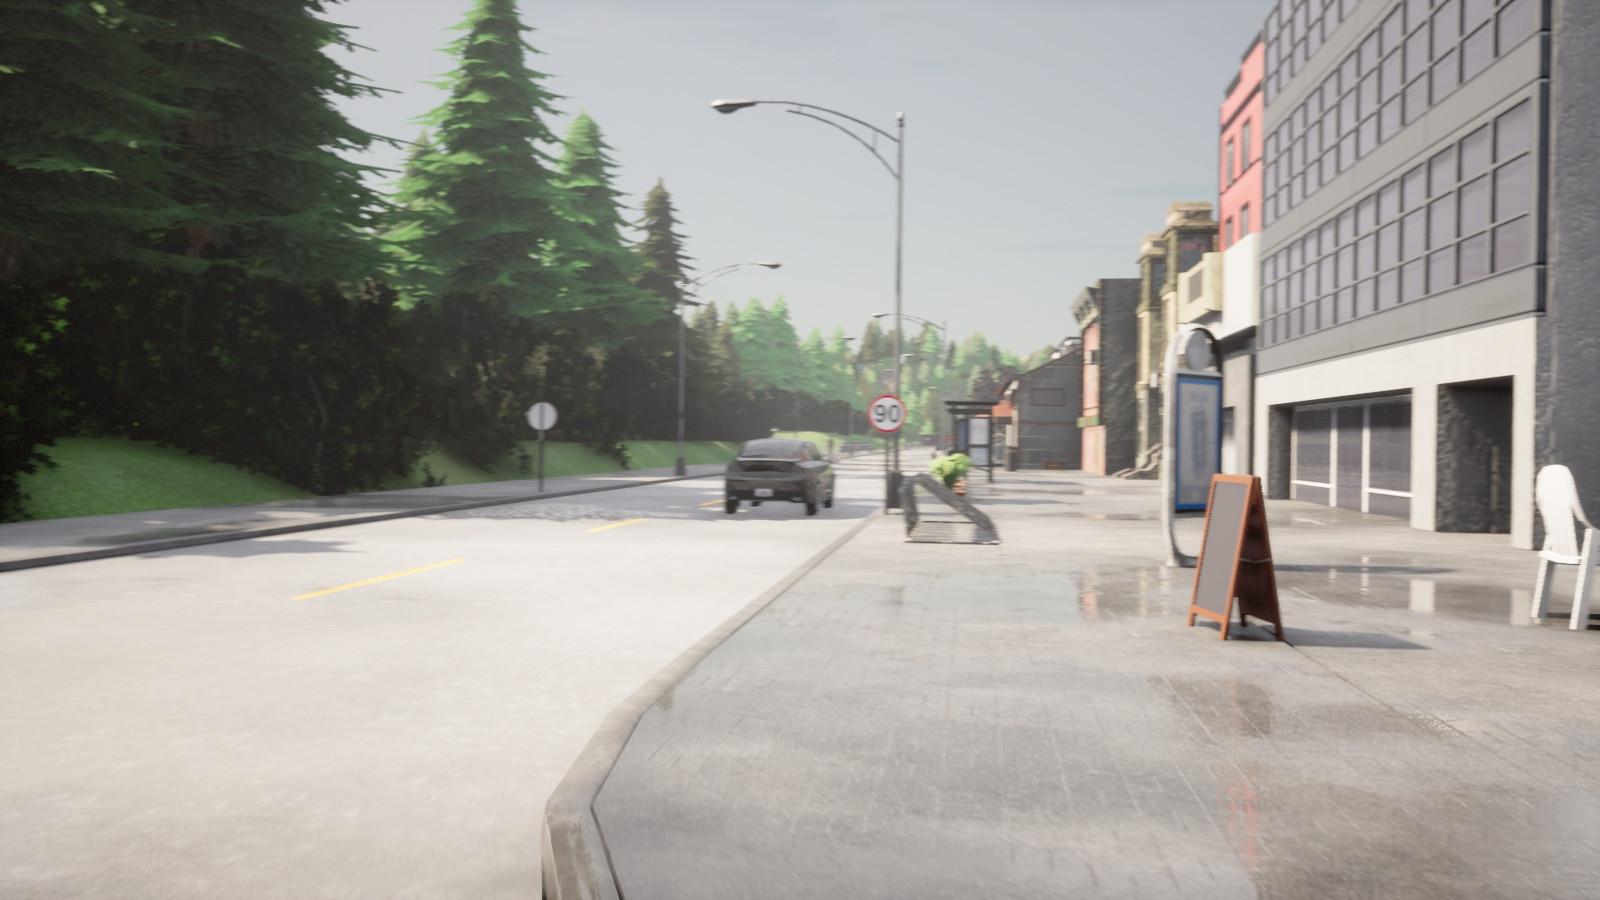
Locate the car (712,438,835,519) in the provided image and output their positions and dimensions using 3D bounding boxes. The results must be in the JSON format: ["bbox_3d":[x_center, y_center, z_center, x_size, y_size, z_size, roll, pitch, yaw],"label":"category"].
[{"bbox_3d":[-0.442,0.521,26.129,1.837,1.490,4.892,0,1,7],"label":"car"}]
